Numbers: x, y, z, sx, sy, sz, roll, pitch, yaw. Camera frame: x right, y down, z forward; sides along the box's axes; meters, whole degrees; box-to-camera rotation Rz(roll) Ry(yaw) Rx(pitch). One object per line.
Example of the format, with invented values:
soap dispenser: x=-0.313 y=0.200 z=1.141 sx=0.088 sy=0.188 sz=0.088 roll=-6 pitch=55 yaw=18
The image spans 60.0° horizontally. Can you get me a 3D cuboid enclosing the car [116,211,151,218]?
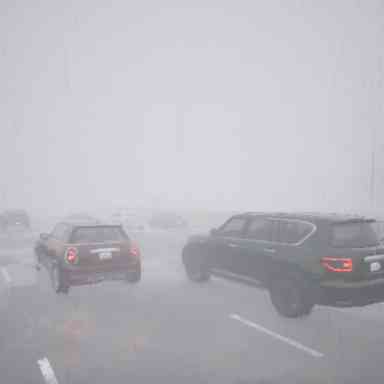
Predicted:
car: x=-5.174 y=2.199 z=25.456 sx=1.812 sy=1.442 sz=4.674 roll=2 pitch=-2 yaw=-33

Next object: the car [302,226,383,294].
car: x=5.616 y=1.870 z=9.071 sx=1.837 sy=1.490 sz=4.892 roll=2 pitch=-2 yaw=-33

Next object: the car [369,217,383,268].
car: x=8.617 y=1.817 z=10.882 sx=2.097 sy=1.767 sz=4.553 roll=2 pitch=-2 yaw=-33

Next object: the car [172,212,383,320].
car: x=1.901 y=1.507 z=8.367 sx=2.150 sy=2.045 sz=5.566 roll=2 pitch=-2 yaw=-33

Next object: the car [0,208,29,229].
car: x=-13.921 y=2.057 z=26.049 sx=1.837 sy=1.490 sz=4.892 roll=2 pitch=-2 yaw=-33

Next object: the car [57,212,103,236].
car: x=-7.899 y=2.130 z=23.253 sx=1.994 sy=1.385 sz=4.181 roll=2 pitch=-2 yaw=-33

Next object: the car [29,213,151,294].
car: x=-3.272 y=1.599 z=9.864 sx=2.097 sy=1.767 sz=4.553 roll=2 pitch=-2 yaw=-33

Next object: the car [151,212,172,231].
car: x=-2.098 y=2.336 z=27.169 sx=1.994 sy=1.385 sz=4.181 roll=2 pitch=-2 yaw=-33
